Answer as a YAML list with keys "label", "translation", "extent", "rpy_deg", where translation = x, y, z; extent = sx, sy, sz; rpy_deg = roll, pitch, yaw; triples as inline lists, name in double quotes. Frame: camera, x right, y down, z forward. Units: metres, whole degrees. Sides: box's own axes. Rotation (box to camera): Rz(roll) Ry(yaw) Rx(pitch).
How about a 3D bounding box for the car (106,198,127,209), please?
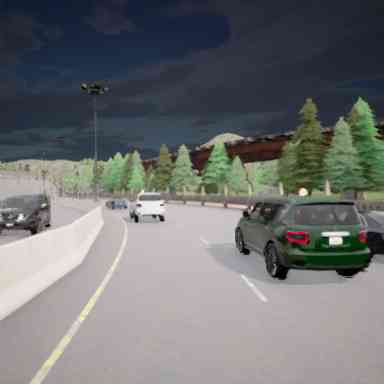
- label: "car"
  translation: [-9.555, 1.414, 42.077]
  extent: [2.033, 1.411, 5.357]
  rpy_deg: [0, 0, -25]

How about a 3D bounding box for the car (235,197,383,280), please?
- label: "car"
  translation: [2.900, 1.160, 10.017]
  extent: [2.150, 2.045, 5.566]
  rpy_deg: [0, 0, -6]

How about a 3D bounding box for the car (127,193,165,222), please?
- label: "car"
  translation: [-3.512, 1.119, 25.500]
  extent: [2.150, 2.045, 5.566]
  rpy_deg: [0, -1, -15]
